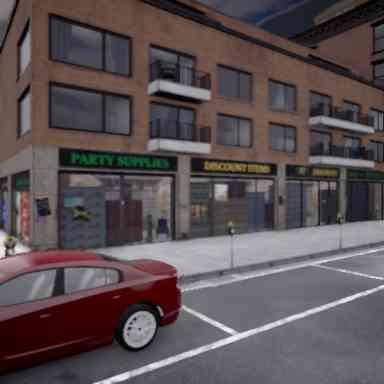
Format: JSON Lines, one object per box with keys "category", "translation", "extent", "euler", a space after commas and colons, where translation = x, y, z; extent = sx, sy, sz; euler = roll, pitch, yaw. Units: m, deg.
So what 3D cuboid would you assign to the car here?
{"category": "car", "translation": [-2.261, 1.545, 4.594], "extent": [4.507, 1.381, 1.887], "euler": [0, 0, -35]}
